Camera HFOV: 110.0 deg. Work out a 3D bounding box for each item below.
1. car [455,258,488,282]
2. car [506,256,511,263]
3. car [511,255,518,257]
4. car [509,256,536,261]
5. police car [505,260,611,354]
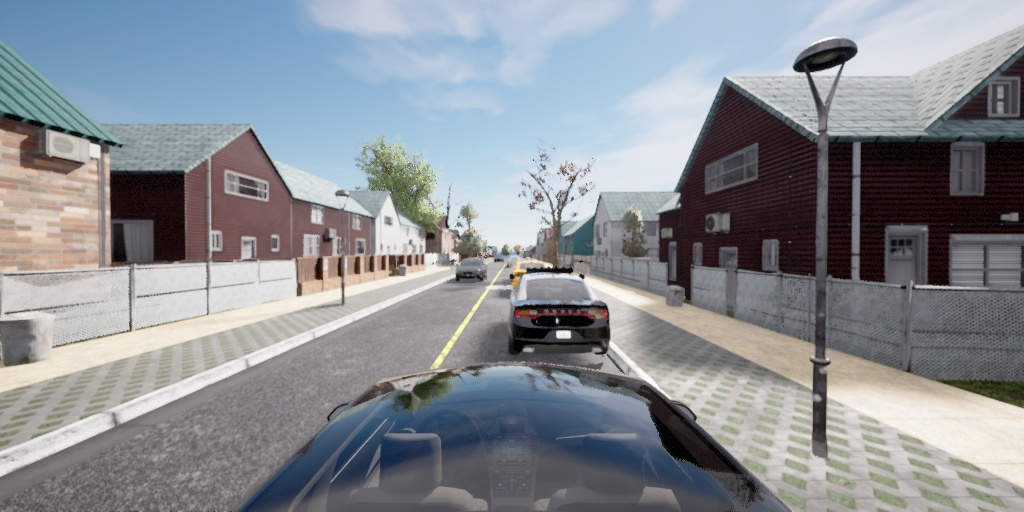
[{"bbox_3d":[-2.684,0.909,24.481,1.837,1.490,4.892,0,1,0],"label":"car"},{"bbox_3d":[0.344,0.675,45.664,1.812,1.442,4.674,0,1,1],"label":"car"},{"bbox_3d":[0.990,0.884,24.450,1.882,1.535,5.008,0,1,0],"label":"car"},{"bbox_3d":[0.948,0.969,18.450,1.882,1.535,5.008,0,1,0],"label":"car"},{"bbox_3d":[0.879,1.066,8.559,1.930,1.638,5.238,0,1,0],"label":"police car"}]
